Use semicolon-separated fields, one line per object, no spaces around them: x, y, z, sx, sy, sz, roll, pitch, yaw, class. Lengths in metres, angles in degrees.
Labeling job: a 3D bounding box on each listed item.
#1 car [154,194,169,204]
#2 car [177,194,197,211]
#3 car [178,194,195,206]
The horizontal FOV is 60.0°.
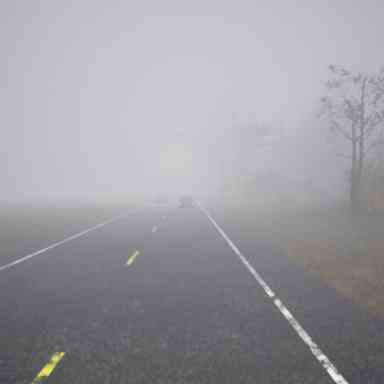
-4.287;1.004;47.044;2.033;1.411;5.357;-1;1;-1;car
-0.514;1.114;33.002;2.033;1.411;5.357;0;1;0;car
-0.689;0.981;43.179;2.033;1.411;5.357;0;1;0;car
